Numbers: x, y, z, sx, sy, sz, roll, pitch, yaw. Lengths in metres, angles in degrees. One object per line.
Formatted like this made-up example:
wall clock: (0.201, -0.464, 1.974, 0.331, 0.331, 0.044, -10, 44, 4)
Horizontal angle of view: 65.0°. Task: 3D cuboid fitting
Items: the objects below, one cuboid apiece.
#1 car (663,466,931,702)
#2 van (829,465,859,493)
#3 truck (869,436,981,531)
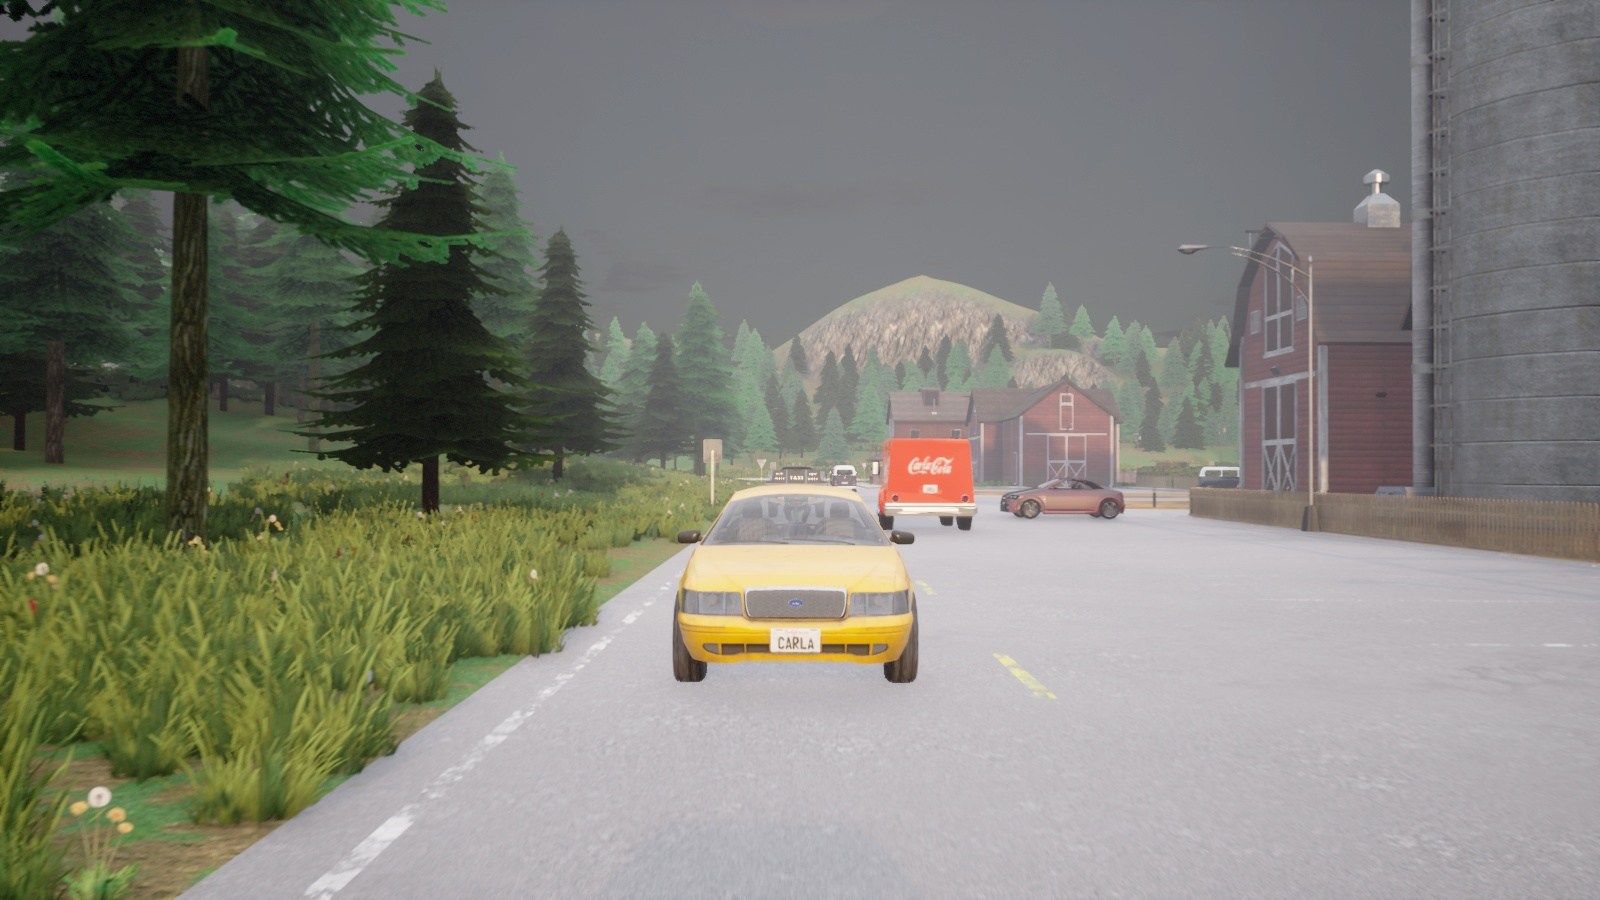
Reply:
car: (-0.028, 0.946, 11.121, 1.801, 1.575, 5.366, 0, -1, 0)
van: (3.272, 2.134, 93.433, 2.069, 2.038, 4.480, 0, -1, 0)
truck: (3.411, 0.924, 35.443, 2.627, 2.467, 5.204, 0, -1, 0)
